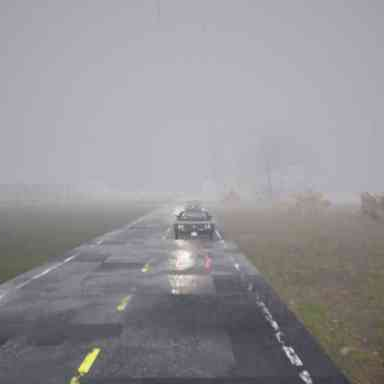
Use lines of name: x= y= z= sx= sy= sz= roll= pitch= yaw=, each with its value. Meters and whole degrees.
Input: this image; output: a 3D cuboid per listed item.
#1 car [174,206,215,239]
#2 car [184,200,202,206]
car: x=0.104 y=1.600 z=17.265 sx=1.895 sy=1.301 sz=4.718 roll=0 pitch=0 yaw=0
car: x=0.111 y=1.545 z=35.898 sx=2.033 sy=1.411 sz=5.357 roll=0 pitch=0 yaw=0
